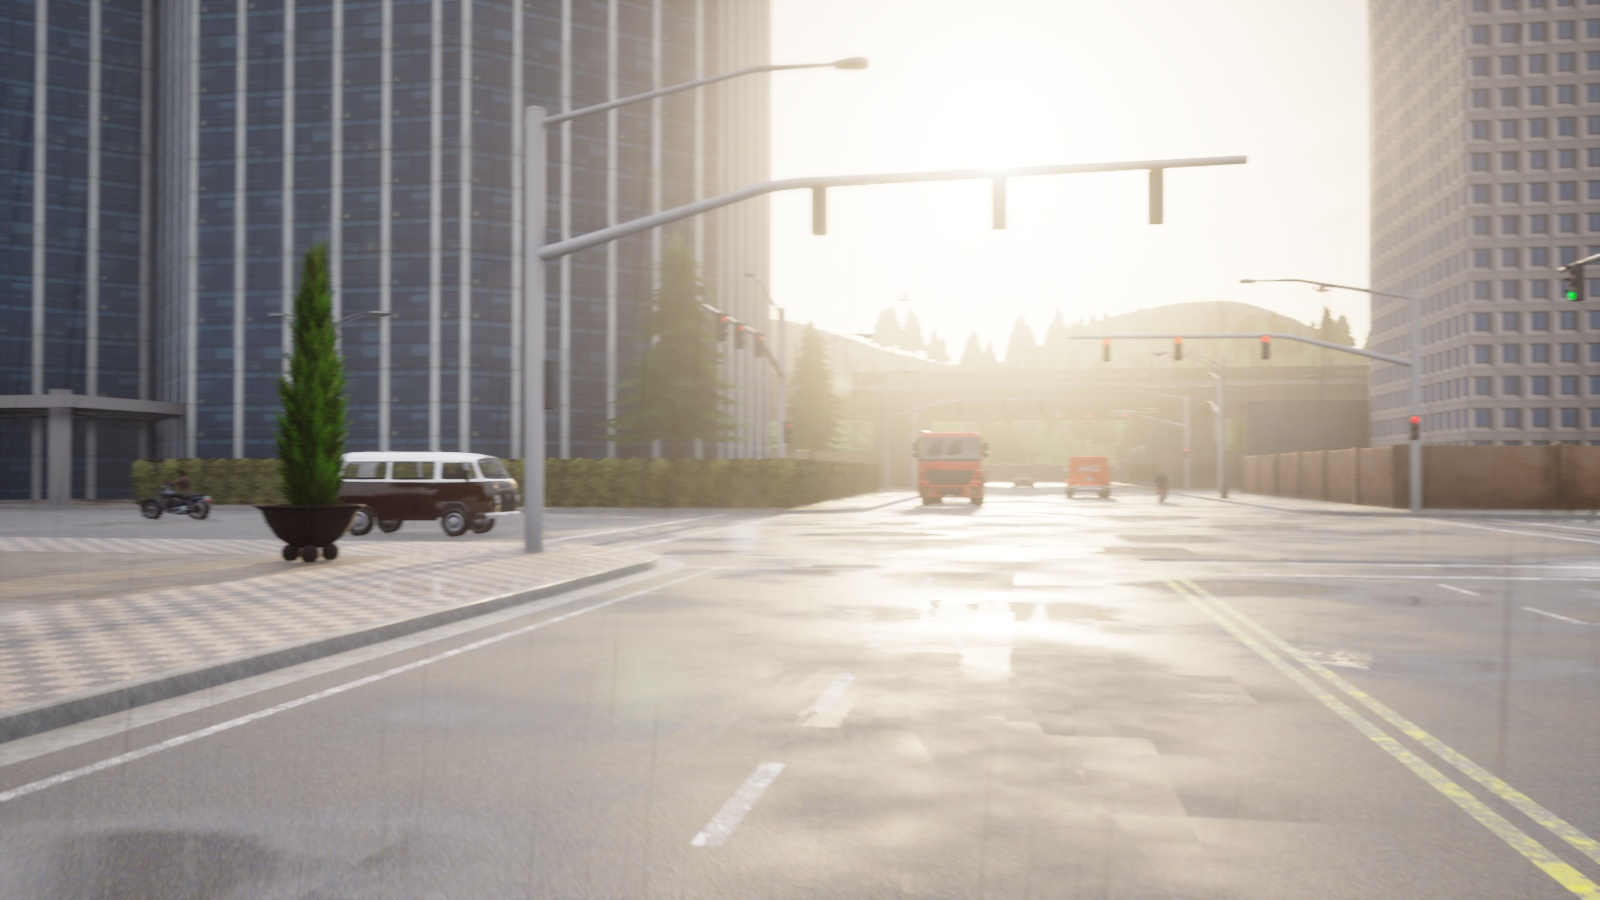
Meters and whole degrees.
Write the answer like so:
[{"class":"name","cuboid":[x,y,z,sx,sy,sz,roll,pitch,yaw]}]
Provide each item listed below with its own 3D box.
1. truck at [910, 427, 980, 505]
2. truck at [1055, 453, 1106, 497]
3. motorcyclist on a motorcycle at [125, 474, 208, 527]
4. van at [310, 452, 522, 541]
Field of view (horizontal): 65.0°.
[{"class":"truck","cuboid":[7.011,0.791,59.846,2.891,3.462,7.936,-1,-1,10]},{"class":"truck","cuboid":[16.596,1.464,74.529,2.627,2.467,5.204,-1,-1,10]},{"class":"motorcyclist on a motorcycle","cuboid":[-19.939,1.579,39.537,2.350,1.649,0.766,-1,-1,9]},{"class":"van","cuboid":[-9.344,1.129,30.734,4.480,2.038,2.069,-1,-1,9]}]
